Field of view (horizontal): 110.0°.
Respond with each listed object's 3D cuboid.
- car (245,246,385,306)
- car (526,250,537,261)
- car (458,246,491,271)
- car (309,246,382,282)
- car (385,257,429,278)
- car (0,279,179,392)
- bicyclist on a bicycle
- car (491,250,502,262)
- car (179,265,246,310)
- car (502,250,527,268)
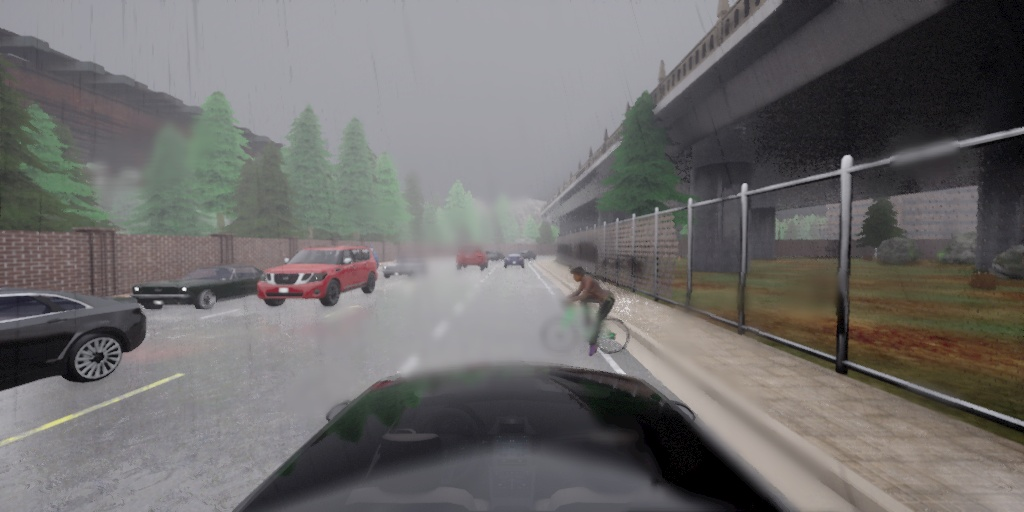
[{"bbox_3d":[-7.065,0.625,13.834,2.150,2.045,5.566,0,2,0],"label":"car"},{"bbox_3d":[2.171,-0.085,50.403,1.837,1.490,4.892,1,1,19],"label":"car"},{"bbox_3d":[-3.343,0.143,31.454,2.150,2.045,5.566,0,1,1],"label":"car"},{"bbox_3d":[-10.513,0.360,23.258,2.150,2.045,5.566,0,2,1],"label":"car"},{"bbox_3d":[-7.009,0.724,24.027,1.895,1.301,4.718,0,2,0],"label":"car"},{"bbox_3d":[-7.104,1.166,3.987,2.128,1.511,4.902,0,2,0],"label":"car"},{"bbox_3d":[1.391,1.035,6.709,1.656,1.620,0.582,0,2,0],"label":"bicyclist on a bicycle"},{"bbox_3d":[-2.232,-0.038,47.997,2.128,1.511,4.902,0,2,13],"label":"car"},{"bbox_3d":[-10.566,1.024,12.926,1.895,1.301,4.718,0,2,0],"label":"car"},{"bbox_3d":[0.223,0.359,35.001,1.812,1.442,4.674,0,1,0],"label":"car"}]
